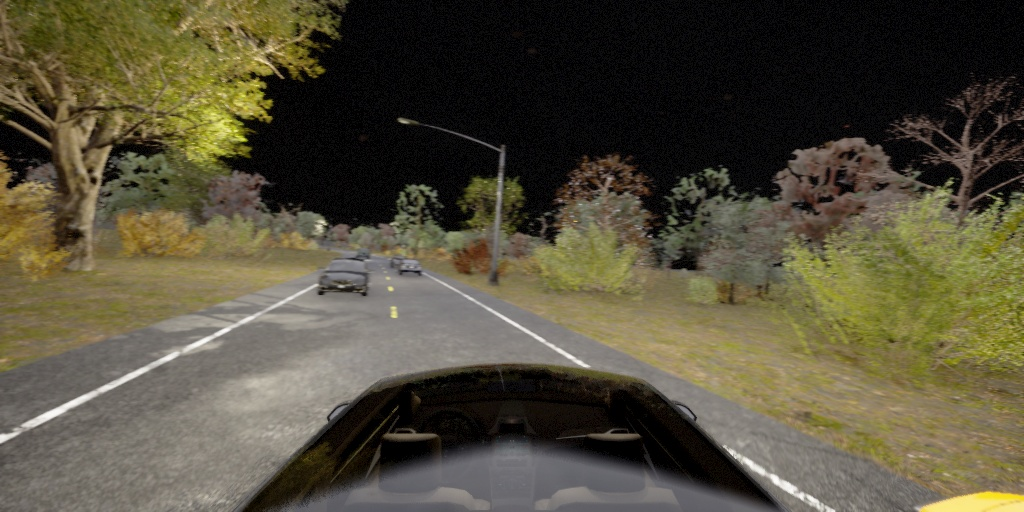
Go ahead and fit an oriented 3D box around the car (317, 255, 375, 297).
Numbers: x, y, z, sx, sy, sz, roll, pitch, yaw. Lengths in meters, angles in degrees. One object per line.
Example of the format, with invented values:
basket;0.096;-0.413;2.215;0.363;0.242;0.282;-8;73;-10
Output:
car;-7.224;0.857;15.812;1.837;1.490;4.892;4;-1;-20

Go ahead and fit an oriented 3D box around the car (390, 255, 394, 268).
car;-13.274;0.618;42.074;2.128;1.511;4.902;4;0;-22

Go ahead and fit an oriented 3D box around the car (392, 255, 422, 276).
car;-8.942;0.903;31.104;2.033;1.411;5.357;4;0;-21
